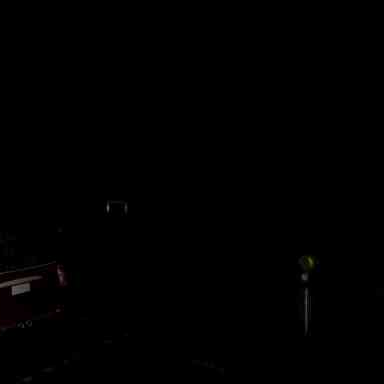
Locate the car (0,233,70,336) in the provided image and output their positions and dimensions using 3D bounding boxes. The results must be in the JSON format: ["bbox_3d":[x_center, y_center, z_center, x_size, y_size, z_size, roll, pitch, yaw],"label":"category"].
[{"bbox_3d":[-4.079,1.440,5.988,4.097,1.590,1.967,0,0,36],"label":"car"}]
